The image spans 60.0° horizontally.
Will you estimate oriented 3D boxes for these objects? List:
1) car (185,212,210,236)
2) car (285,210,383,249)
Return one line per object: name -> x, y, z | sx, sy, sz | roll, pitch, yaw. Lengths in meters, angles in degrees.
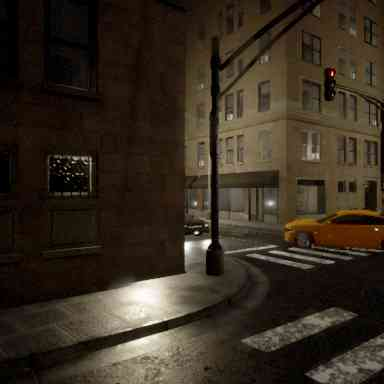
car -> -1.331, 1.515, 17.726 | 2.033, 1.411, 5.357 | 0, 0, -36
car -> 6.269, 1.467, 13.156 | 5.008, 1.535, 1.882 | 0, 2, 27
